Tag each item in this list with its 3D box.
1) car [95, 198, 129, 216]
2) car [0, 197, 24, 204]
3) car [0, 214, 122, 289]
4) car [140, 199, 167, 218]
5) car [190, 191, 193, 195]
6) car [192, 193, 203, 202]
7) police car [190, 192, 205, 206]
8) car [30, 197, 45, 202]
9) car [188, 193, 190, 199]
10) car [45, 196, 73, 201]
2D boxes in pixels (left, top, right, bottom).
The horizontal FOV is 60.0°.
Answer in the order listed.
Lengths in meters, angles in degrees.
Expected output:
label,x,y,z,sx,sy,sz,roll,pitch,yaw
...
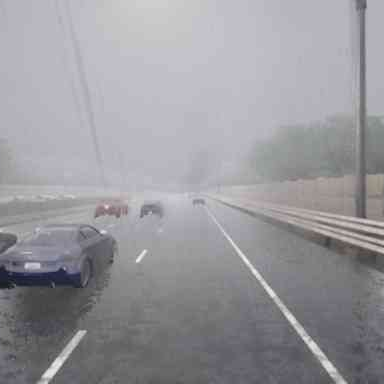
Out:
label,x,y,z,sx,sy,sz,roll,pitch,yaw
car,-6.896,1.267,29.050,2.097,1.767,4.553,0,0,0
car,-24.560,1.391,45.072,1.812,1.442,4.674,0,0,0
car,-3.399,1.538,9.098,1.994,1.385,4.181,0,0,0
car,-3.396,1.419,29.370,1.837,1.490,4.892,0,0,0
car,1.058,1.148,62.899,2.097,1.767,4.553,0,0,0
car,1.059,1.111,68.898,2.097,1.767,4.553,0,0,0
police car,1.057,1.266,53.041,1.930,1.638,5.238,0,0,0
car,-21.067,1.425,46.550,1.994,1.385,4.181,0,0,0
car,0.012,1.015,87.639,1.994,1.385,4.181,0,1,0
car,-17.575,1.356,45.431,2.128,1.511,4.902,0,0,0
